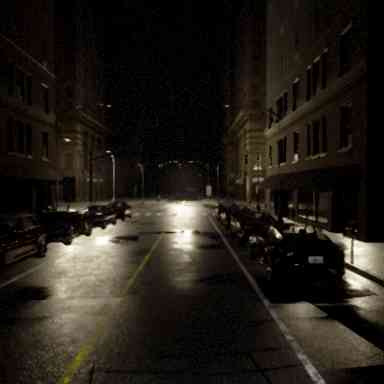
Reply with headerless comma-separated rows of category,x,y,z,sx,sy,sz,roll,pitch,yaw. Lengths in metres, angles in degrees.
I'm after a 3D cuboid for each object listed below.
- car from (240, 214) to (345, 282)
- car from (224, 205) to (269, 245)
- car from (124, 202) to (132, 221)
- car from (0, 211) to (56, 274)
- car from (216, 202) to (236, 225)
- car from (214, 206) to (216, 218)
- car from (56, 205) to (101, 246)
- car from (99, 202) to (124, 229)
car,2.743,1.529,9.450,1.947,1.339,4.313,-1,0,0
car,2.738,1.488,14.955,1.887,1.381,4.507,-1,0,0
car,-5.798,1.449,25.957,1.887,1.381,4.507,-1,0,0
car,-5.783,1.405,9.441,1.967,1.590,4.097,-1,0,0
car,2.732,1.468,20.460,1.887,1.381,4.507,-1,0,0
car,2.727,1.448,25.966,1.887,1.381,4.507,-1,0,0
car,-5.787,1.510,14.947,1.947,1.339,4.313,-1,0,0
car,-5.793,1.475,20.452,2.008,1.369,4.403,-1,0,0
